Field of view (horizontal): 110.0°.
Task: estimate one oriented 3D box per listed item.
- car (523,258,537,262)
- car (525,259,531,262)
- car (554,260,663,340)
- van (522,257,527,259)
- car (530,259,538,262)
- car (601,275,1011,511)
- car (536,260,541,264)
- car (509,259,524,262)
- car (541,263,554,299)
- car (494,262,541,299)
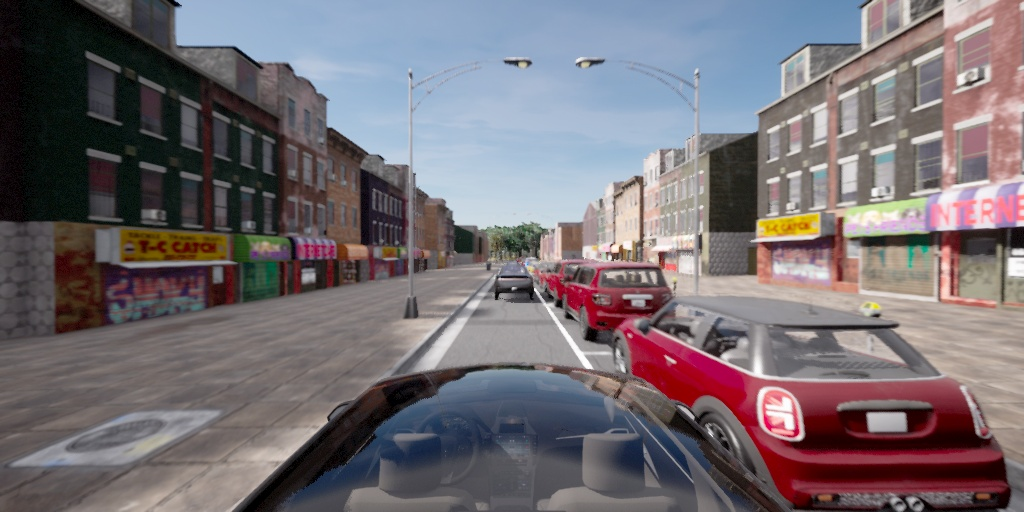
[{"bbox_3d":[2.625,1.299,42.440,1.751,1.417,4.829,0,0,0],"label":"car"},{"bbox_3d":[2.626,1.292,37.038,1.751,1.417,4.829,0,0,0],"label":"car"},{"bbox_3d":[2.635,1.063,9.857,2.192,1.841,5.009,0,0,0],"label":"car"},{"bbox_3d":[2.623,1.124,47.673,1.690,1.789,3.998,0,0,0],"label":"van"},{"bbox_3d":[2.630,1.194,26.063,1.967,1.591,4.097,0,0,0],"label":"car"},{"bbox_3d":[2.636,1.189,4.455,1.967,1.591,4.097,0,0,0],"label":"car"},{"bbox_3d":[2.632,1.191,20.661,1.967,1.591,4.097,0,0,0],"label":"car"},{"bbox_3d":[0.074,1.339,43.107,1.994,1.385,4.181,0,0,0],"label":"car"},{"bbox_3d":[2.633,1.064,15.259,2.192,1.841,5.009,0,0,0],"label":"car"},{"bbox_3d":[0.095,1.241,18.125,2.128,1.511,4.902,0,0,0],"label":"car"}]
